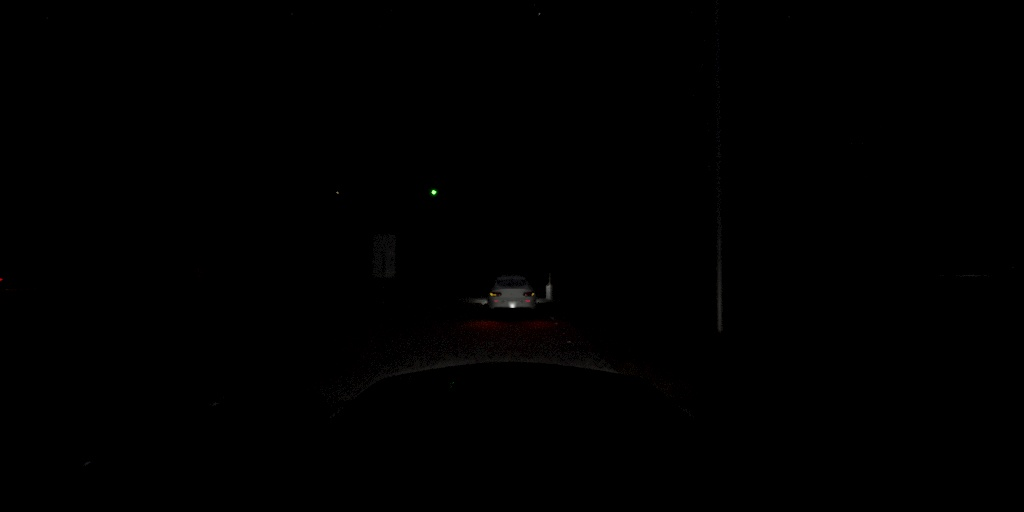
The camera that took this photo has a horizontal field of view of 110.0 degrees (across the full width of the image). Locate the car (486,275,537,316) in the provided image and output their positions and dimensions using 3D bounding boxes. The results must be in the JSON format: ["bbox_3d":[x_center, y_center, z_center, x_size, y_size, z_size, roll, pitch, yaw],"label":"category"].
[{"bbox_3d":[-0.057,1.465,14.400,1.812,1.442,4.674,0,-1,-2],"label":"car"}]

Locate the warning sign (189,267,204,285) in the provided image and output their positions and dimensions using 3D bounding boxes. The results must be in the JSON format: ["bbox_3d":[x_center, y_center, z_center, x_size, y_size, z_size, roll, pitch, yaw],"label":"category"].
[{"bbox_3d":[-32.482,2.025,37.071,1.060,1.860,1.300,0,0,0],"label":"warning sign"}]

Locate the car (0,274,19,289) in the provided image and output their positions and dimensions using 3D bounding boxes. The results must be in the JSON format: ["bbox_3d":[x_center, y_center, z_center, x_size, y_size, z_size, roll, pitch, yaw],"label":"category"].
[{"bbox_3d":[-49.310,2.389,33.608,4.674,1.442,1.812,-1,-3,1],"label":"car"}]

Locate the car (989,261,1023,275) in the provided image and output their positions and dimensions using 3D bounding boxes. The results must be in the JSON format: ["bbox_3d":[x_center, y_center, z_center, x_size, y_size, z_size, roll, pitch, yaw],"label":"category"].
[{"bbox_3d":[48.031,1.102,33.553,4.718,1.301,1.895,-1,-3,1],"label":"car"}]
